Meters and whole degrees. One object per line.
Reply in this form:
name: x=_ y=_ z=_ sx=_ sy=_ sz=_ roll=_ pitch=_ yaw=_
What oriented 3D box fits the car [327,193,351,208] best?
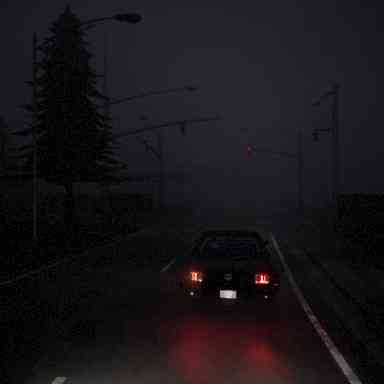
car: x=20.193 y=1.331 z=43.072 sx=5.027 sy=1.636 sz=2.152 roll=0 pitch=0 yaw=10

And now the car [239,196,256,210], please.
car: x=7.181 y=1.352 z=43.278 sx=2.097 sy=1.767 sz=4.553 roll=0 pitch=0 yaw=10

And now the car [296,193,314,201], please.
car: x=27.239 y=1.077 z=79.992 sx=3.866 sy=1.878 sz=1.905 roll=0 pitch=0 yaw=10

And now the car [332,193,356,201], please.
car: x=34.421 y=1.097 z=75.395 sx=4.605 sy=1.855 sz=1.932 roll=0 pitch=0 yaw=10

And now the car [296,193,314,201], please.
car: x=26.063 y=1.361 z=76.823 sx=3.806 sy=1.475 sz=1.970 roll=0 pitch=0 yaw=10

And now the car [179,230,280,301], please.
car: x=0.980 y=1.601 z=8.337 sx=1.895 sy=1.301 sz=4.718 roll=0 pitch=0 yaw=8
